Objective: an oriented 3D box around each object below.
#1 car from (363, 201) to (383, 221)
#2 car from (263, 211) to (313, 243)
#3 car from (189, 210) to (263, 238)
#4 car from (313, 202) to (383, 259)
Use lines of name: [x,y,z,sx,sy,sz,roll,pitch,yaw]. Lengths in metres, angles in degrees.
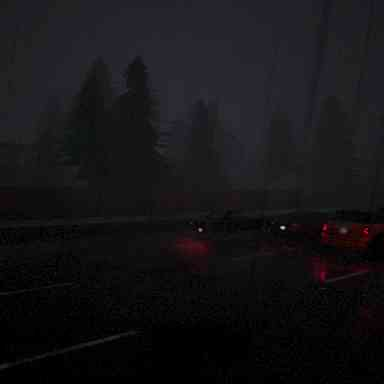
car: [17.070,1.619,28.857,5.008,1.535,1.882,0,0,-35]
car: [5.829,1.629,16.532,4.181,1.385,1.994,0,0,-35]
car: [2.236,1.657,18.271,4.718,1.301,1.895,0,0,-35]
car: [7.186,1.415,13.202,4.553,1.767,2.097,0,0,-35]
